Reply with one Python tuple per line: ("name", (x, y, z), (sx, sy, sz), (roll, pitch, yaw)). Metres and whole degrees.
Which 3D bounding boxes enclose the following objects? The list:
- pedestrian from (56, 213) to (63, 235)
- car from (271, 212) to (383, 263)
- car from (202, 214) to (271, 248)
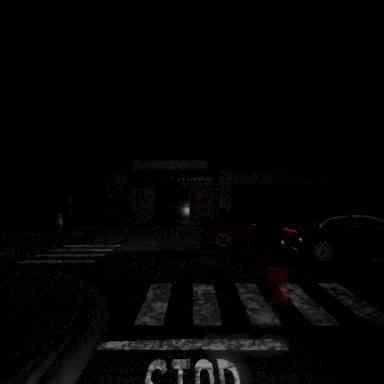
("pedestrian", (-6.797, 1.669, 17.124), (0.500, 1.100, 0.500), (0, -1, 0))
("car", (5.464, 1.422, 11.183), (4.902, 1.511, 2.128), (-1, -1, 0))
("car", (2.767, 1.600, 14.161), (4.718, 1.301, 1.895), (-1, -1, 0))
